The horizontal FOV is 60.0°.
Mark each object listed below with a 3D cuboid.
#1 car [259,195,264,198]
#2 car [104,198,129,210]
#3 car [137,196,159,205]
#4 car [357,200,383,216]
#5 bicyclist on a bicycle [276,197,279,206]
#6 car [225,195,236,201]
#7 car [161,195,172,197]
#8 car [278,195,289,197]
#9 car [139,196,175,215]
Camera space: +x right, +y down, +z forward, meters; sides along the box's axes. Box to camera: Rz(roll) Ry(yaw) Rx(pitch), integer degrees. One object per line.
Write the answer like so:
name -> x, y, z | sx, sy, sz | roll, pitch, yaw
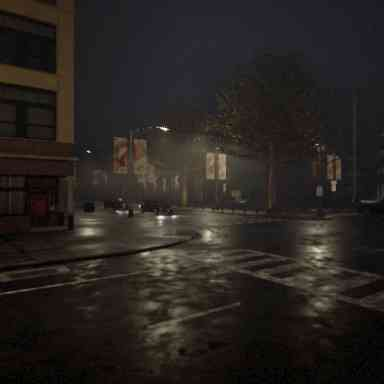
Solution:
car -> 17.668, 1.442, 83.113 | 1.895, 1.301, 4.718 | 0, 0, -36
car -> -9.662, 1.486, 42.307 | 2.128, 1.511, 4.902 | 0, 0, -36
car -> -8.022, 1.496, 59.875 | 1.837, 1.490, 4.892 | 0, 0, -36
car -> 18.406, 1.467, 31.472 | 5.008, 1.535, 1.882 | 0, 1, 29
bicyclist on a bicycle -> 12.657, 1.287, 50.568 | 1.656, 1.620, 0.582 | 0, 0, -36
car -> 8.005, 1.396, 76.680 | 2.161, 1.482, 4.786 | 0, 0, -36
car -> -5.161, 1.342, 61.890 | 2.097, 1.767, 4.553 | 0, 0, -36
car -> 18.470, 1.302, 69.179 | 2.002, 1.452, 4.674 | 0, 0, -36
car -> -3.689, 1.499, 33.934 | 1.837, 1.490, 4.892 | 0, 0, -36
